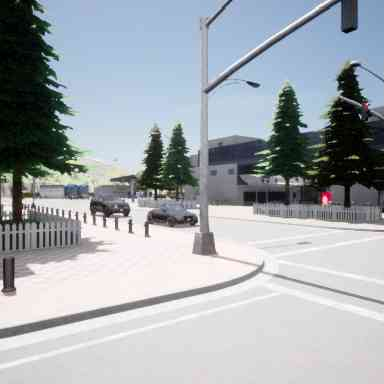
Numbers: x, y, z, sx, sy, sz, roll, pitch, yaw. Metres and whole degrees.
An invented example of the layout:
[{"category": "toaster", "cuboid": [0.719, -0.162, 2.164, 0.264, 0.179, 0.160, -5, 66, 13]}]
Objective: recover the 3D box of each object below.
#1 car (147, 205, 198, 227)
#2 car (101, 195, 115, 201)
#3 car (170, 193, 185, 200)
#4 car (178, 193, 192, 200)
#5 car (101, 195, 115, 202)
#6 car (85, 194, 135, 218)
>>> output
[{"category": "car", "cuboid": [-1.416, 1.579, 22.872, 1.994, 1.385, 4.181, 0, 0, -37]}, {"category": "car", "cuboid": [-20.919, 1.400, 82.782, 1.970, 1.475, 3.806, 0, 0, -37]}, {"category": "car", "cuboid": [-3.884, 1.113, 86.005, 1.932, 1.855, 4.605, 0, 0, -37]}, {"category": "car", "cuboid": [-1.796, 1.092, 88.067, 1.905, 1.878, 3.866, 0, 0, -37]}, {"category": "car", "cuboid": [-18.893, 1.389, 75.046, 1.845, 1.501, 3.633, 0, 0, -37]}, {"category": "car", "cuboid": [-7.851, 1.237, 31.390, 2.150, 2.045, 5.566, 0, 0, -37]}]
